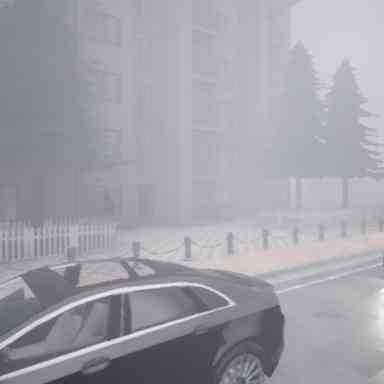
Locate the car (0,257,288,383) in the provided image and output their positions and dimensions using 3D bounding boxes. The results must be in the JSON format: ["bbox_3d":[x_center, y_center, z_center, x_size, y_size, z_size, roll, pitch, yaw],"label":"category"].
[{"bbox_3d":[-1.174,1.495,3.148,4.902,1.511,2.128,0,0,-36],"label":"car"}]
